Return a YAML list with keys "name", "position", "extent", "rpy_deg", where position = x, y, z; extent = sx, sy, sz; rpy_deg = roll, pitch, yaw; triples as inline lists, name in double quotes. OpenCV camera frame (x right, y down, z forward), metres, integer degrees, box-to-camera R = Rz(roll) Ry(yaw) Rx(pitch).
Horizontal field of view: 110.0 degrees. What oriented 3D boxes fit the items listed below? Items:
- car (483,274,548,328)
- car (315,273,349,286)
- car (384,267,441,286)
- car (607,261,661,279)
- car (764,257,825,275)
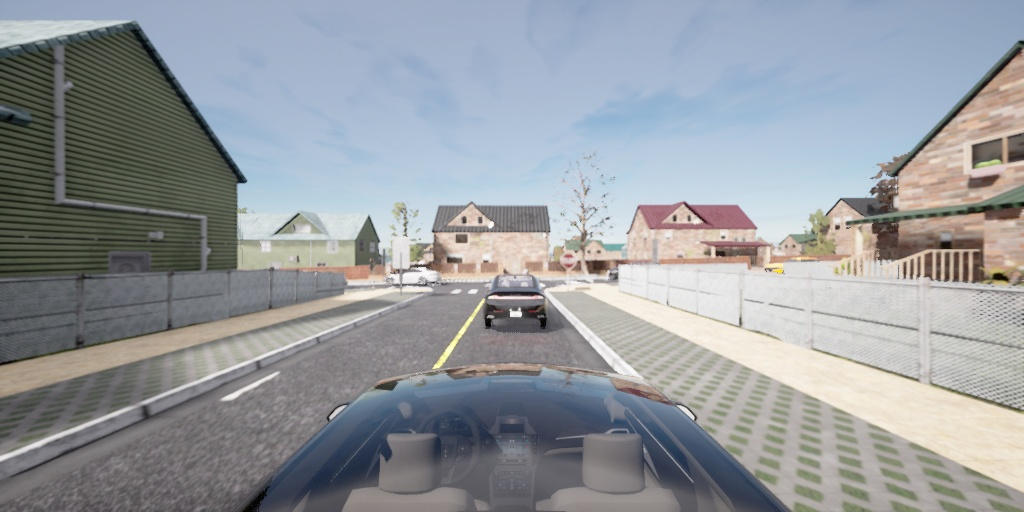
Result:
- name: "car"
  position: [0.105, 1.339, 11.843]
  extent: [2.128, 1.511, 4.902]
  rpy_deg: [0, 0, 0]
- name: "car"
  position: [-14.809, 1.924, 26.780]
  extent: [4.718, 1.301, 1.895]
  rpy_deg: [-1, 0, 0]
- name: "car"
  position: [-8.178, 1.679, 29.555]
  extent: [4.674, 1.442, 1.812]
  rpy_deg: [-1, -1, 11]
- name: "car"
  position: [10.396, 1.204, 29.756]
  extent: [4.902, 1.511, 2.128]
  rpy_deg: [-1, 0, 0]
- name: "car"
  position: [23.694, 0.878, 29.766]
  extent: [5.008, 1.535, 1.882]
  rpy_deg: [-1, 0, 0]
